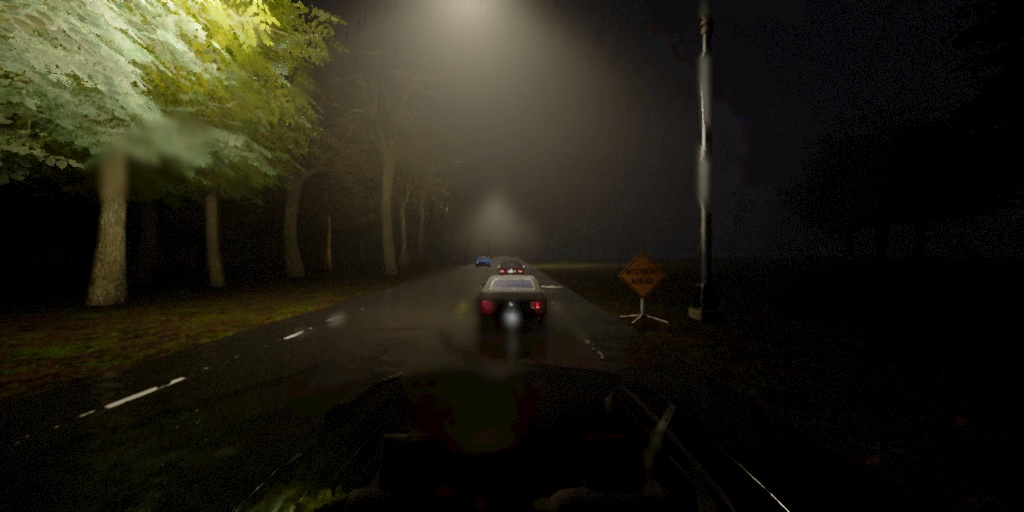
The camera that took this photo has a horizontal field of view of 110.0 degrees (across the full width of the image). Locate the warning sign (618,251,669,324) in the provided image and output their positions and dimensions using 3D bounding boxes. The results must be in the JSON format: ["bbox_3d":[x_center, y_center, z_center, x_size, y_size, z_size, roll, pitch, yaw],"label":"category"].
[{"bbox_3d":[3.516,0.787,9.609,1.300,1.860,1.060,0,0,0],"label":"warning sign"}]

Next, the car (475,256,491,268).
[{"bbox_3d":[-3.802,0.768,48.077,1.882,1.535,5.008,0,1,0],"label":"car"}]

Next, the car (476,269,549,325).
[{"bbox_3d":[0.019,1.255,11.339,1.895,1.301,4.718,0,1,0],"label":"car"}]

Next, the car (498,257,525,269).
[{"bbox_3d":[-0.051,1.051,26.545,2.033,1.411,5.357,0,1,0],"label":"car"}]
